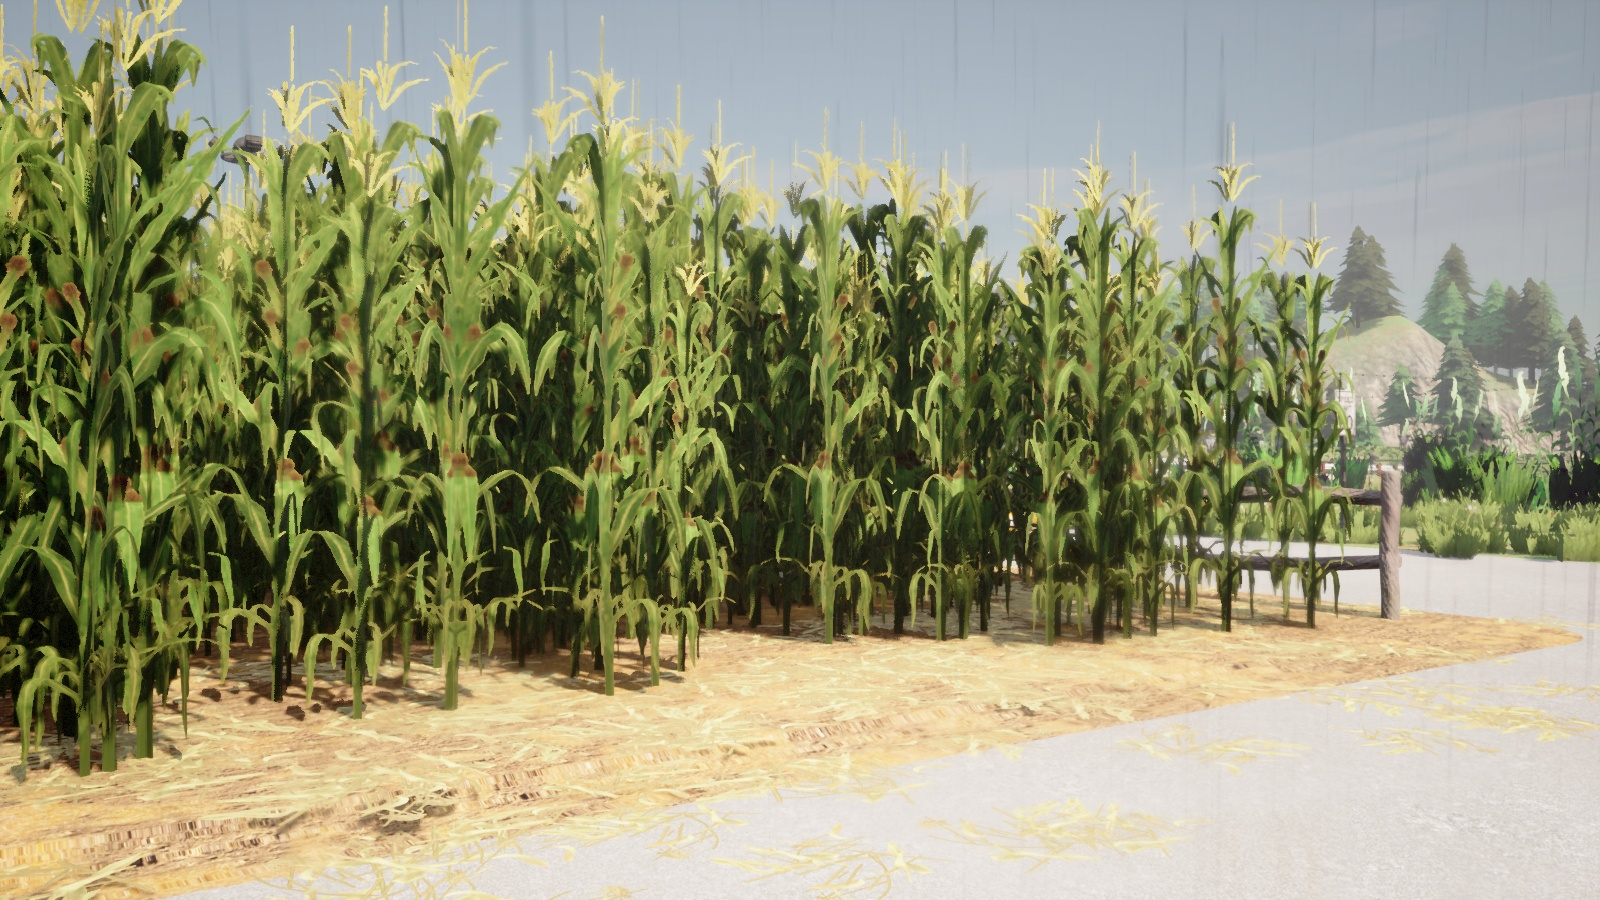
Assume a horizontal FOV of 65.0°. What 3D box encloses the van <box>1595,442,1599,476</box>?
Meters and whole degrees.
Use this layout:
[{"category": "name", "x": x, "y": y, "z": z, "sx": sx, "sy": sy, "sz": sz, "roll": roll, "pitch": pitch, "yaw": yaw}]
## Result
[{"category": "van", "x": 49.013, "y": 0.545, "z": 72.808, "sx": 2.069, "sy": 2.038, "sz": 4.480, "roll": 0, "pitch": 0, "yaw": -29}]
